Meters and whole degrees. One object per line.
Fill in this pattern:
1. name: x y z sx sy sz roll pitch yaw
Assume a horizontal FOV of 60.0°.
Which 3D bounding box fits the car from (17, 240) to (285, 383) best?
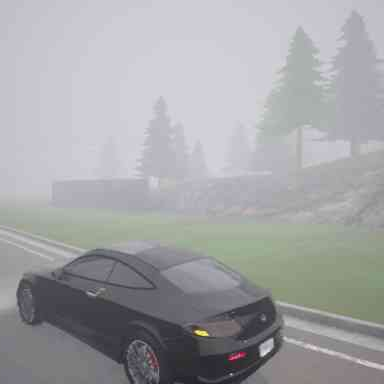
1. car: -0.934 1.487 5.109 4.674 1.442 1.812 1 1 40
